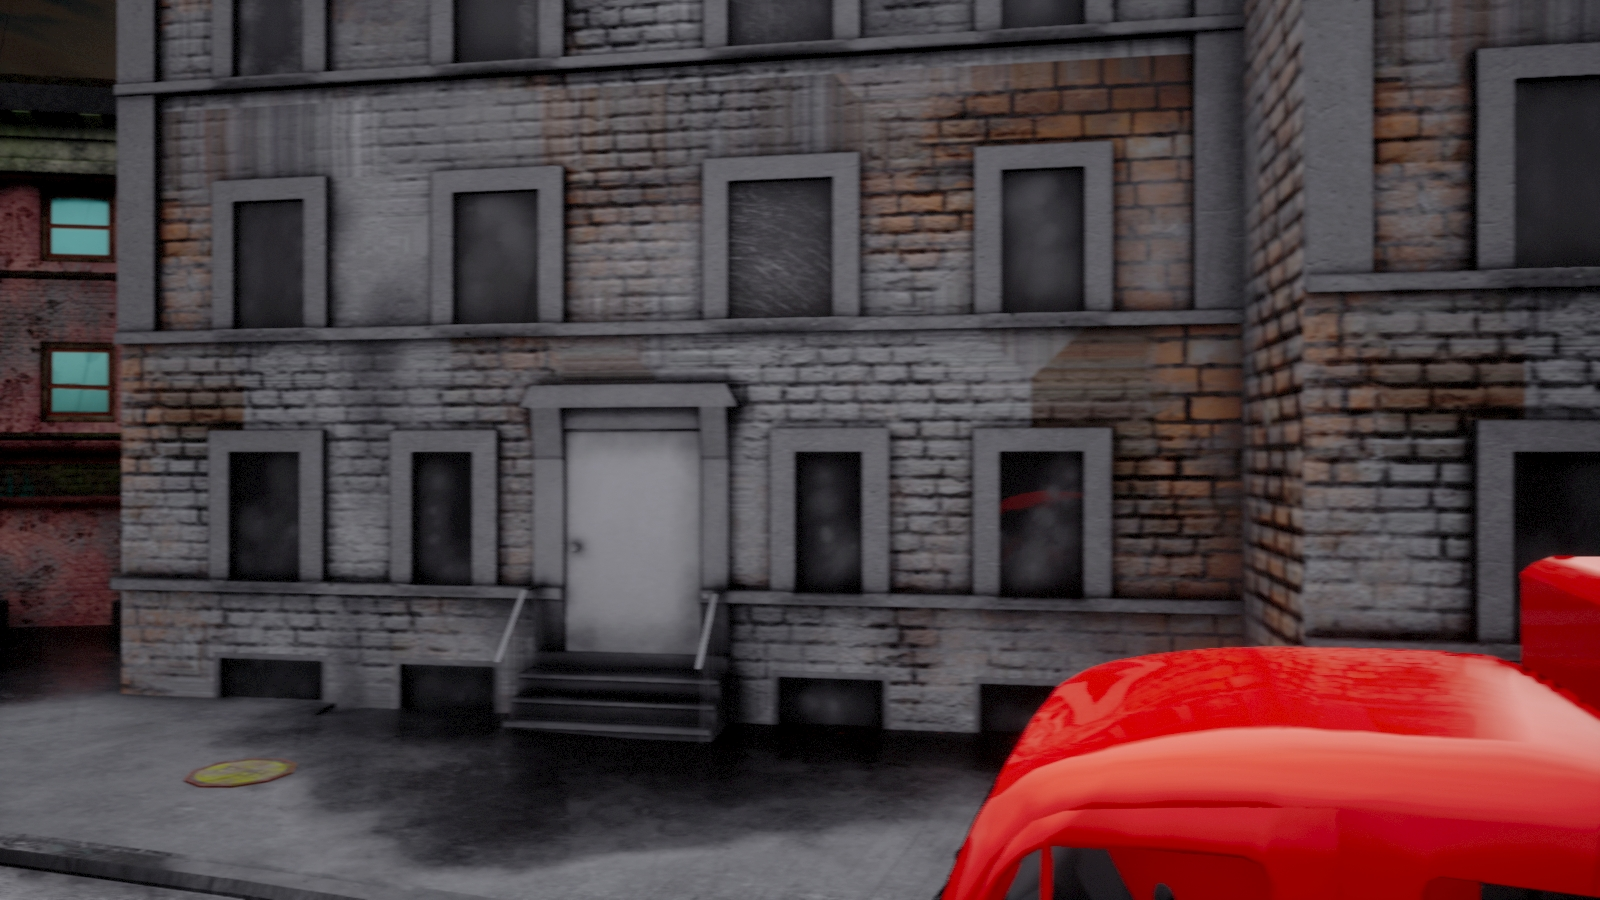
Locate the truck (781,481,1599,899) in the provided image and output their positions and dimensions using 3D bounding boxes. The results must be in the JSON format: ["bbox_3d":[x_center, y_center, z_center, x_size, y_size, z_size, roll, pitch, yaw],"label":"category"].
[{"bbox_3d":[2.872,1.337,2.644,5.204,2.467,2.627,-1,0,20],"label":"truck"}]
